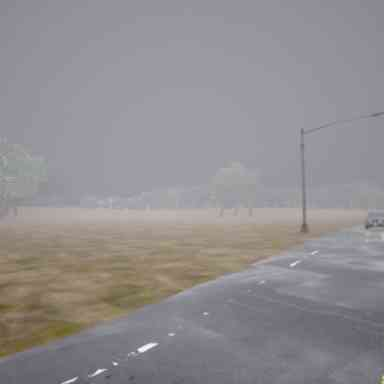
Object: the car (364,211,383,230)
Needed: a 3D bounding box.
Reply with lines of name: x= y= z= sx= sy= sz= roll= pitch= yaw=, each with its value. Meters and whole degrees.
car: x=20.309 y=3.078 z=36.316 sx=2.150 sy=2.045 sz=5.566 roll=-3 pitch=-4 yaw=35
